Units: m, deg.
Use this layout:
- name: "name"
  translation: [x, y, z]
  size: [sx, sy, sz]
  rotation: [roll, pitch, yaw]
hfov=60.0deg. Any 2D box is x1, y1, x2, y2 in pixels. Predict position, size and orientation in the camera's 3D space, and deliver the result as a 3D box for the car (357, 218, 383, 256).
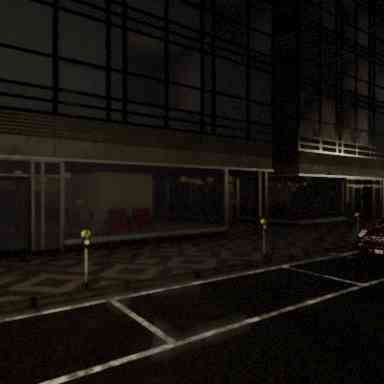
- name: "car"
  translation: [7.879, 1.478, 12.272]
  size: [4.097, 1.590, 1.967]
  rotation: [0, 0, -35]
